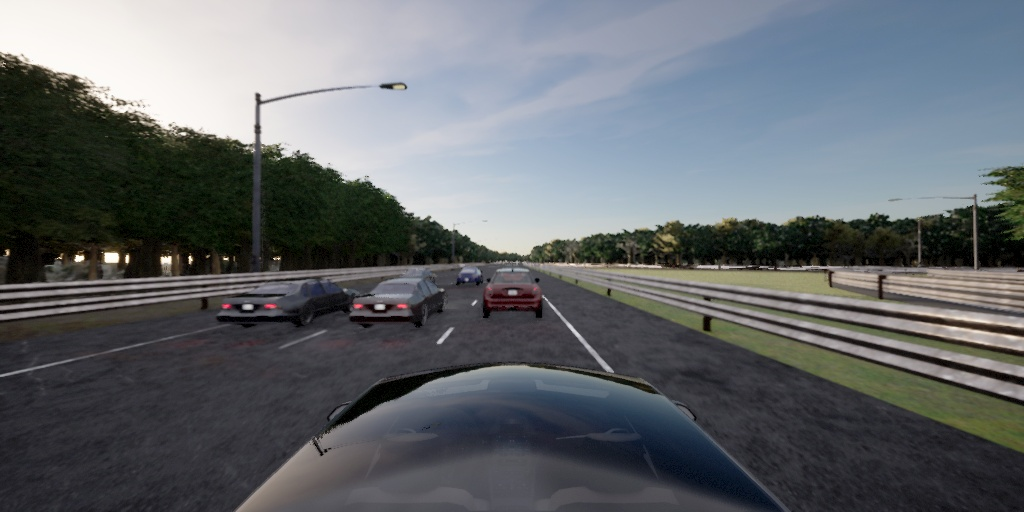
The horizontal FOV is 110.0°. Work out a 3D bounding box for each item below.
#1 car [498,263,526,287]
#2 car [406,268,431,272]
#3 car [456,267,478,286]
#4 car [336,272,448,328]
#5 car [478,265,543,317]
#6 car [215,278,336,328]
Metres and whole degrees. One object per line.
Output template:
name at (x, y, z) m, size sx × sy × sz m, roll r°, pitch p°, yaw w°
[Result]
car at (0.033, 1.478, 29.108) m, size 2.097 × 1.767 × 4.553 m, roll 0°, pitch -1°, yaw 0°
car at (-6.989, 1.644, 27.033) m, size 2.033 × 1.411 × 5.357 m, roll 0°, pitch -1°, yaw 0°
car at (-3.463, 1.663, 29.871) m, size 1.812 × 1.442 × 4.674 m, roll 0°, pitch -1°, yaw 1°
car at (-3.482, 1.436, 12.010) m, size 2.033 × 1.411 × 5.357 m, roll 0°, pitch -1°, yaw 0°
car at (0.040, 1.269, 14.107) m, size 2.097 × 1.767 × 4.553 m, roll 0°, pitch -1°, yaw 0°
car at (-6.982, 1.436, 12.009) m, size 2.033 × 1.411 × 5.357 m, roll 0°, pitch -1°, yaw 0°
